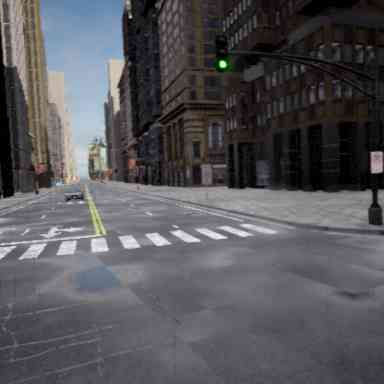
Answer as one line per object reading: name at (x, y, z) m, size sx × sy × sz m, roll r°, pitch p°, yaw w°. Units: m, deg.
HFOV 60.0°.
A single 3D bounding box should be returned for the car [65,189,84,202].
car at (-13.658, 0.360, 38.774) m, size 1.994 × 1.385 × 4.181 m, roll -4°, pitch 3°, yaw -18°
